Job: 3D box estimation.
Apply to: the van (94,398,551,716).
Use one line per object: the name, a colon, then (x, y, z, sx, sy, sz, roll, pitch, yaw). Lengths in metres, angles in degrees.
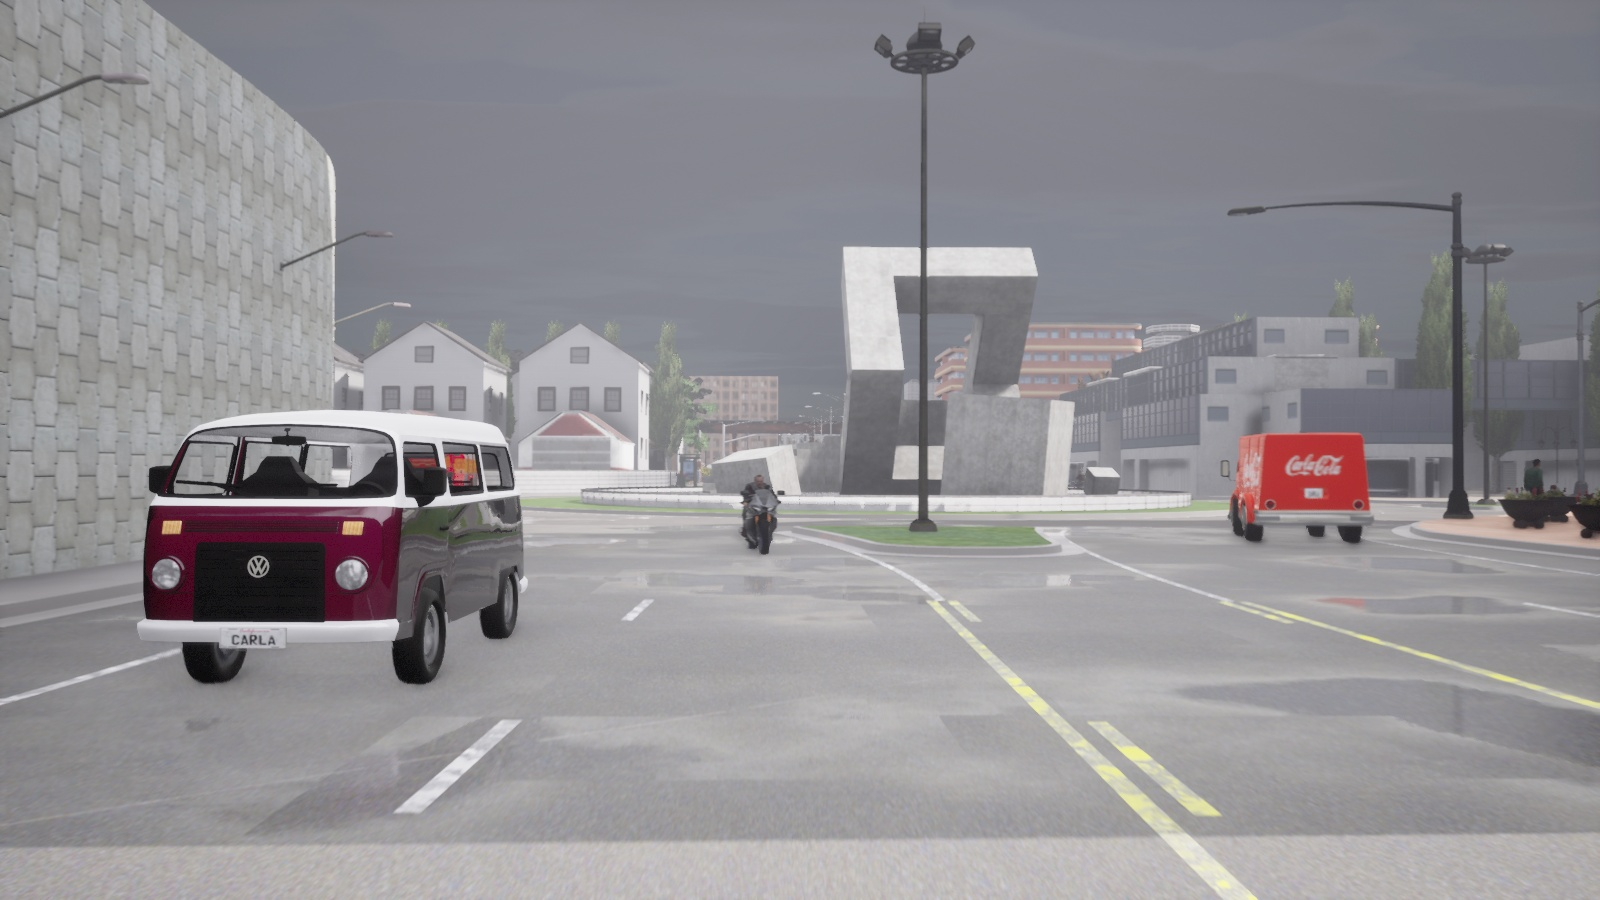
van: (-3.525, 0.726, 10.349, 2.069, 2.038, 4.480, 0, -1, 0)

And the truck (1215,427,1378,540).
truck: (11.700, 0.785, 30.062, 2.627, 2.467, 5.204, -1, -1, 10)

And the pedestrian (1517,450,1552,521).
pedestrian: (20.353, 0.972, 34.804, 0.788, 1.949, 0.423, 0, -1, -22)

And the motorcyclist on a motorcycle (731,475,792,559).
motorcyclist on a motorcycle: (-0.772, 1.258, 24.184, 0.866, 1.530, 2.191, 0, -1, -10)
